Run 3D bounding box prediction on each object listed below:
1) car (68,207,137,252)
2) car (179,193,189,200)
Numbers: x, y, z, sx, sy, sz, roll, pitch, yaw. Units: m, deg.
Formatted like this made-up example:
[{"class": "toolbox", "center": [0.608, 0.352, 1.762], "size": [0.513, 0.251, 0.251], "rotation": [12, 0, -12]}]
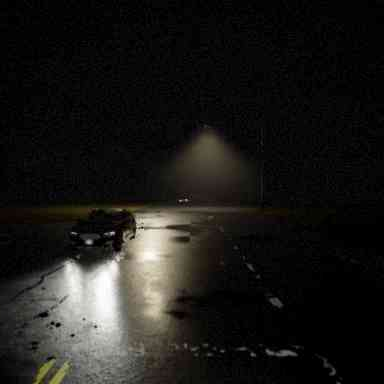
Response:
[{"class": "car", "center": [-3.476, 1.418, 13.701], "size": [2.128, 1.511, 4.902], "rotation": [1, 0, 0]}, {"class": "car", "center": [-2.211, 1.165, 88.348], "size": [2.097, 1.767, 4.553], "rotation": [0, 0, 7]}]
